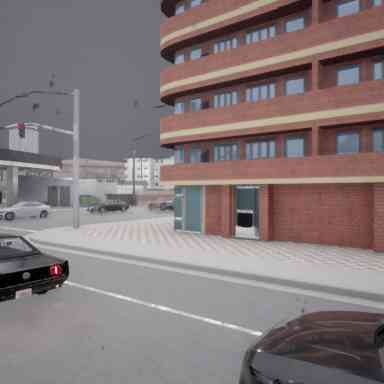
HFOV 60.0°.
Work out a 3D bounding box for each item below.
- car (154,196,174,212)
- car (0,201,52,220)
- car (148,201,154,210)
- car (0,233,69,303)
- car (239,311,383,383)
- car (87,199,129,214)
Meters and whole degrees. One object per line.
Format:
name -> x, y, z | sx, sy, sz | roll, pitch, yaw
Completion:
car -> -1.921, 1.563, 39.208 | 1.812, 1.442, 4.674 | 0, 0, 35
car -> -14.133, 1.523, 27.951 | 1.812, 1.442, 4.674 | 0, 0, 34
car -> -3.670, 1.389, 43.183 | 2.097, 1.767, 4.553 | 0, 0, 35
car -> -4.929, 1.599, 7.496 | 4.718, 1.301, 1.895 | 0, 0, 36
car -> 2.651, 1.514, 2.104 | 4.892, 1.490, 1.837 | 0, 0, 35
car -> -8.907, 1.509, 35.595 | 2.128, 1.511, 4.902 | 0, 0, 35
